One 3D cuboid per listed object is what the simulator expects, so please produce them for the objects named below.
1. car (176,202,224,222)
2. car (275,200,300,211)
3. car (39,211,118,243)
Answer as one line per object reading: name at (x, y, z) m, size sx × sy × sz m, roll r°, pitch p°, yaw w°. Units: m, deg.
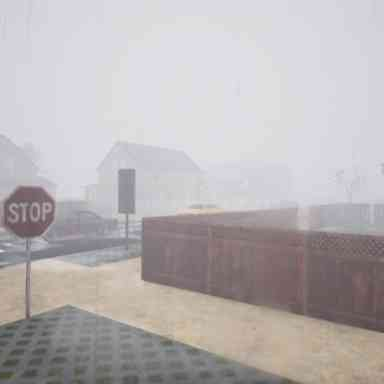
car at (0.721, 1.587, 26.252) m, size 1.882 × 1.535 × 5.008 m, roll 0°, pitch 0°, yaw 36°
car at (12.171, 1.733, 42.233) m, size 2.128 × 1.511 × 4.902 m, roll 0°, pitch 0°, yaw 36°
car at (-6.118, 1.640, 16.731) m, size 1.895 × 1.301 × 4.718 m, roll 0°, pitch 0°, yaw 37°
